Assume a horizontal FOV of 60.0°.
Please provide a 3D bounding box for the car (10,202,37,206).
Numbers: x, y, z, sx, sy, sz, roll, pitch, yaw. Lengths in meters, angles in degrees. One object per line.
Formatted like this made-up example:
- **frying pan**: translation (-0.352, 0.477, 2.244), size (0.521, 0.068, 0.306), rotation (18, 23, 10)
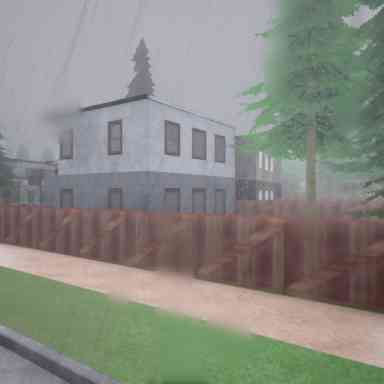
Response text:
- **car**: translation (-15.331, 1.581, 29.327), size (1.895, 1.301, 4.718), rotation (0, 0, 28)
